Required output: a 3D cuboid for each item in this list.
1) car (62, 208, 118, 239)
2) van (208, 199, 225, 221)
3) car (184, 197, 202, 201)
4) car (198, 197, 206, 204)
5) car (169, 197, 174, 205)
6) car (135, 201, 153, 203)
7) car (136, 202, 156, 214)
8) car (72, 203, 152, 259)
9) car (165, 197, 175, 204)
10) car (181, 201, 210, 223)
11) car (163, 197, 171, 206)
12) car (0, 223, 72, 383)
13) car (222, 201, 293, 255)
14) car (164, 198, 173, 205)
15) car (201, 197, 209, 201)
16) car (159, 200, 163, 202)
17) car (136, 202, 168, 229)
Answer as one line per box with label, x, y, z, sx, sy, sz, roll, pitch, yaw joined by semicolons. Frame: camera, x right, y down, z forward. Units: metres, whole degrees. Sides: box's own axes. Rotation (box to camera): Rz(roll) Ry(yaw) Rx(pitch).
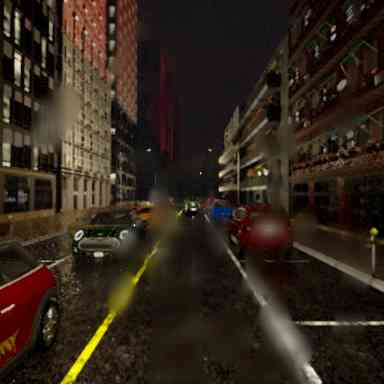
car;-5.693;1.722;19.284;1.752;1.417;4.829;0;-1;0
van;2.686;1.653;30.558;1.690;1.788;3.998;0;-1;0
car;0.089;1.680;44.590;2.150;2.045;5.566;0;-1;1
car;2.684;2.277;91.615;2.192;1.841;5.009;0;-1;0
car;-5.695;2.363;74.959;1.802;1.307;4.206;0;-1;0
car;-5.694;1.810;36.106;1.967;1.590;4.097;0;-1;0
car;-5.694;1.951;41.486;1.752;1.417;4.829;0;-1;0
car;-3.052;1.487;13.202;2.097;1.767;4.553;0;-1;0
car;-5.696;2.217;86.064;2.192;1.841;5.009;0;-1;0
car;0.098;1.780;28.234;2.128;1.511;4.902;0;-1;0
car;-5.695;2.213;63.858;2.008;1.369;4.403;0;-1;0
car;-3.089;1.386;3.253;2.097;1.767;4.553;0;-1;0
car;2.687;1.457;13.907;2.192;1.841;5.009;0;-1;0
car;-5.696;2.281;80.512;1.967;1.590;4.097;0;-1;0
car;2.686;1.742;41.660;2.192;1.841;5.009;0;-1;0
car;-5.694;2.037;47.207;2.008;1.369;4.403;0;-1;0
car;-3.001;1.719;23.645;1.882;1.535;5.008;0;-1;0
